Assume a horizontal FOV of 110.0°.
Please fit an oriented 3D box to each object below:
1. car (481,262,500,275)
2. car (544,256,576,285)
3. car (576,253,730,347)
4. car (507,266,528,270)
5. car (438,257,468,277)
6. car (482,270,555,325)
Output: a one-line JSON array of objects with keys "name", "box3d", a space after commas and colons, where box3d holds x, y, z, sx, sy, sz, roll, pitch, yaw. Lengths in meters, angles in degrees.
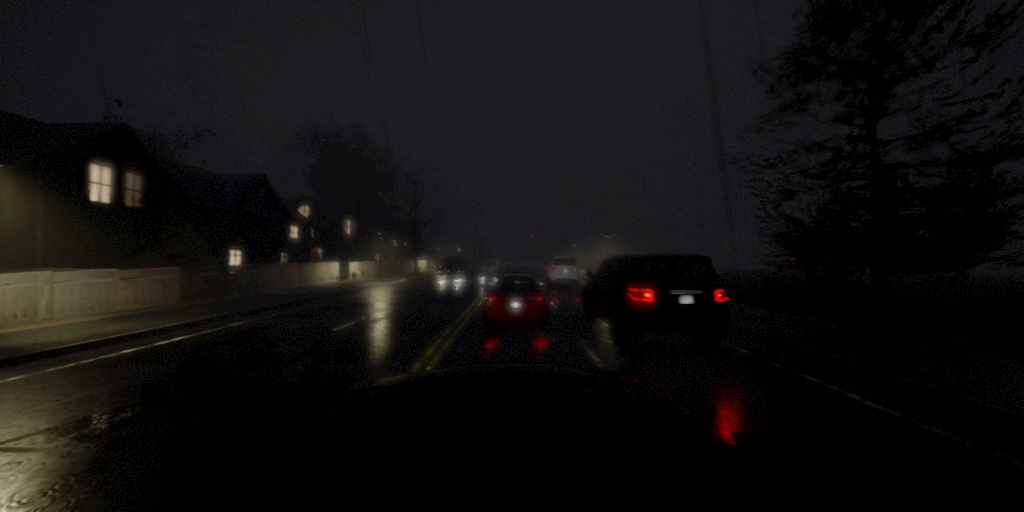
[{"name": "car", "box3d": [-2.466, 1.392, 41.216, 1.812, 1.442, 4.674, 0, 0, 3]}, {"name": "car", "box3d": [3.676, 1.042, 26.657, 2.150, 2.045, 5.566, 0, 0, 2]}, {"name": "car", "box3d": [3.353, 0.986, 9.553, 2.150, 2.045, 5.566, 0, -1, 0]}, {"name": "car", "box3d": [0.412, 1.417, 26.285, 1.895, 1.301, 4.718, 0, 0, 2]}, {"name": "car", "box3d": [-5.930, 1.072, 36.718, 2.150, 2.045, 5.566, 0, 0, 2]}, {"name": "car", "box3d": [0.138, 1.337, 11.924, 1.994, 1.385, 4.181, 0, 0, 1]}]
